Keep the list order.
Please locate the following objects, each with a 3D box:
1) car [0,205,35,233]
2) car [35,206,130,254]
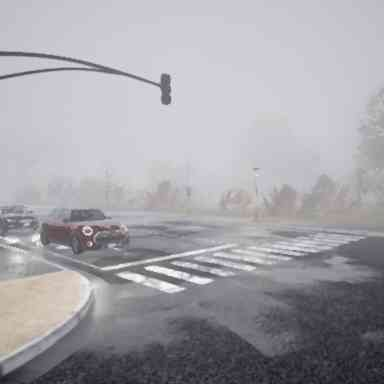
[{"bbox_3d":[-11.067,1.578,20.412,4.902,1.511,2.128,0,0,44],"label":"car"},{"bbox_3d":[-4.554,1.419,13.992,2.097,1.767,4.553,0,0,-45],"label":"car"}]
